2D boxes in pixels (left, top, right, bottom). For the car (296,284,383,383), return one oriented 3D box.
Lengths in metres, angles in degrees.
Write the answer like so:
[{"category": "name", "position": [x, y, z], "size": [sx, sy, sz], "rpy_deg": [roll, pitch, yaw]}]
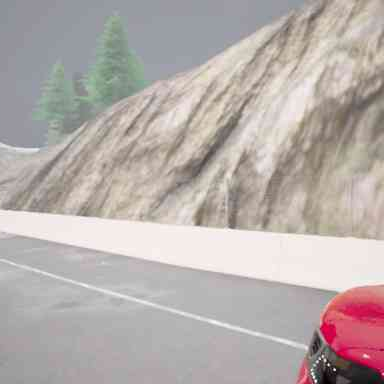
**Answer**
[{"category": "car", "position": [3.403, 1.227, 1.614], "size": [5.566, 2.045, 2.150], "rpy_deg": [0, 0, 35]}]
